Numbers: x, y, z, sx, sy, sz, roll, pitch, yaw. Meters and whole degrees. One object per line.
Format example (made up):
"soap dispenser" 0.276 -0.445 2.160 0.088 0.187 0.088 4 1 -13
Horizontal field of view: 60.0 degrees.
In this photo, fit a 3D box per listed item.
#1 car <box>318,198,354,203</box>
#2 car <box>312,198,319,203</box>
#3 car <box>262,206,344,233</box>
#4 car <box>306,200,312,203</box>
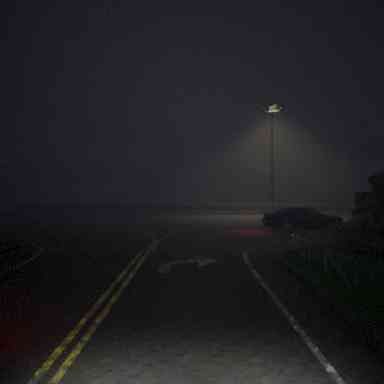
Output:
"car" 20.545 1.709 45.106 5.357 1.411 2.033 0 0 0
"car" 20.625 1.760 48.598 4.718 1.301 1.895 0 0 0
"car" 6.910 1.658 20.656 5.008 1.535 1.882 1 -1 -6
"car" 20.323 1.647 52.084 4.902 1.511 2.128 0 0 0
